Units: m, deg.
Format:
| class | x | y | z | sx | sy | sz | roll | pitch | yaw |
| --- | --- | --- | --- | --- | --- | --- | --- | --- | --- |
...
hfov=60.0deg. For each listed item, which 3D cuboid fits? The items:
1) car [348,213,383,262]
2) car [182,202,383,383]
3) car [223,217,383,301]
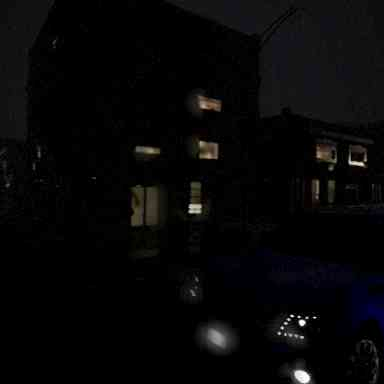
| class | x | y | z | sx | sy | sz | roll | pitch | yaw |
| --- | --- | --- | --- | --- | --- | --- | --- | --- | --- |
| car | 7.839 | 1.533 | 12.140 | 4.507 | 1.381 | 1.887 | 0 | 1 | -35 |
| car | 2.530 | 1.217 | 5.177 | 5.566 | 2.045 | 2.150 | 0 | 0 | -35 |
| car | 3.170 | 1.538 | 8.901 | 4.507 | 1.381 | 1.887 | 0 | 1 | -35 |
